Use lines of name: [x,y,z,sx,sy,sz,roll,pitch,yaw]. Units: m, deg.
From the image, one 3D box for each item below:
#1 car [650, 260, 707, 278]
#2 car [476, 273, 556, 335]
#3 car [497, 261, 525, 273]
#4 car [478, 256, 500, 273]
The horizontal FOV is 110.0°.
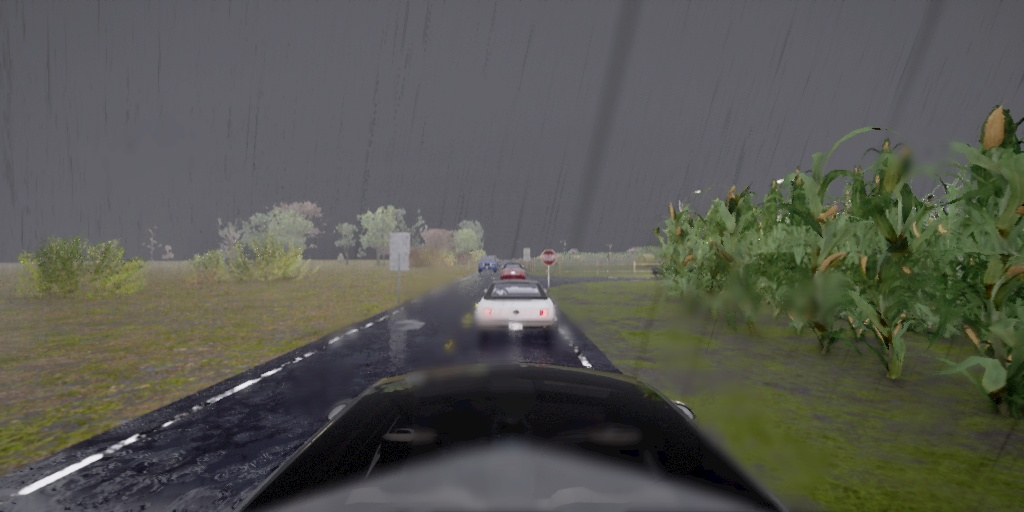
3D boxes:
car: [14.758,1.095,31.552,5.008,1.535,1.882,-1,-1,-1]
car: [0.100,1.350,10.530,1.895,1.301,4.718,0,0,0]
car: [0.075,1.278,29.398,1.994,1.385,4.181,0,-1,0]
car: [-2.979,0.981,44.655,2.150,2.045,5.566,0,0,-1]
